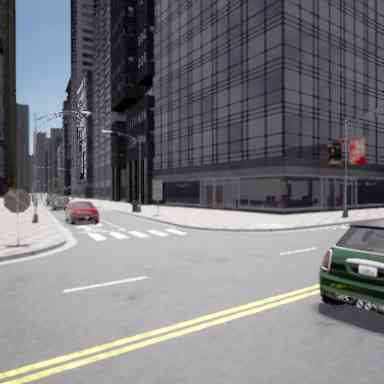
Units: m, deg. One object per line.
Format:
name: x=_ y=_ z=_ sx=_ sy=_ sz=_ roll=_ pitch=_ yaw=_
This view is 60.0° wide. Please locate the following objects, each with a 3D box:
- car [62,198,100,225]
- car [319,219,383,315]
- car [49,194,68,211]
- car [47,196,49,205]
car: x=-7.996 y=1.434 z=24.164 sx=1.882 sy=1.535 sz=5.008 roll=0 pitch=0 yaw=-26
car: x=4.643 y=1.312 z=6.738 sx=4.553 sy=1.767 sz=2.097 roll=0 pitch=0 yaw=-35
car: x=-15.636 y=1.282 z=39.983 sx=2.097 sy=1.767 sz=4.553 roll=0 pitch=0 yaw=-26
car: x=-22.681 y=1.069 z=54.769 sx=2.097 sy=1.767 sz=4.553 roll=0 pitch=0 yaw=-26
